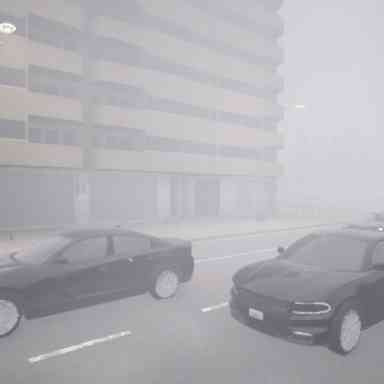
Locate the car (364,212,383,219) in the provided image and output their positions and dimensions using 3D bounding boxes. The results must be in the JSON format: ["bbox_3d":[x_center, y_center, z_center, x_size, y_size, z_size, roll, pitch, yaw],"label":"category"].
[{"bbox_3d":[8.985,1.601,15.543,4.718,1.301,1.895,0,0,-38],"label":"car"}]

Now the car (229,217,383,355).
[{"bbox_3d":[2.878,1.477,6.295,5.008,1.535,1.882,0,0,-38],"label":"car"}]

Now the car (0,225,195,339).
[{"bbox_3d":[-2.228,1.478,6.730,5.008,1.535,1.882,0,0,-38],"label":"car"}]
